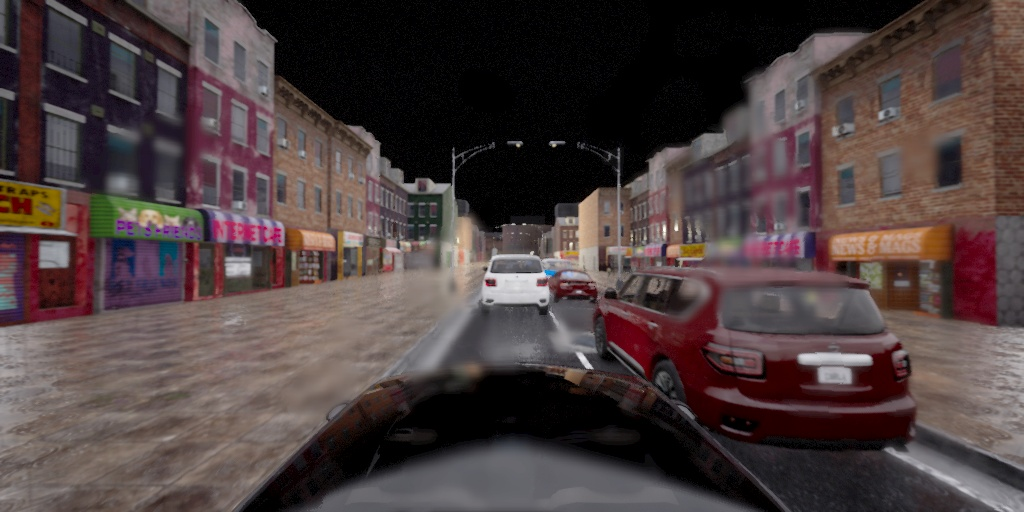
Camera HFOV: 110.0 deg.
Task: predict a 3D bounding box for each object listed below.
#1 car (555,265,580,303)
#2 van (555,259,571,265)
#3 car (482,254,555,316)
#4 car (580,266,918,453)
[{"bbox_3d":[2.635,1.283,16.406,1.888,1.381,4.507,0,0,0],"label":"car"},{"bbox_3d":[2.634,1.074,21.947,1.690,1.789,3.998,0,0,0],"label":"van"},{"bbox_3d":[0.081,0.962,13.434,2.150,2.045,5.566,0,0,-1],"label":"car"},{"bbox_3d":[2.638,1.062,5.325,2.192,1.841,5.009,0,0,0],"label":"car"}]
